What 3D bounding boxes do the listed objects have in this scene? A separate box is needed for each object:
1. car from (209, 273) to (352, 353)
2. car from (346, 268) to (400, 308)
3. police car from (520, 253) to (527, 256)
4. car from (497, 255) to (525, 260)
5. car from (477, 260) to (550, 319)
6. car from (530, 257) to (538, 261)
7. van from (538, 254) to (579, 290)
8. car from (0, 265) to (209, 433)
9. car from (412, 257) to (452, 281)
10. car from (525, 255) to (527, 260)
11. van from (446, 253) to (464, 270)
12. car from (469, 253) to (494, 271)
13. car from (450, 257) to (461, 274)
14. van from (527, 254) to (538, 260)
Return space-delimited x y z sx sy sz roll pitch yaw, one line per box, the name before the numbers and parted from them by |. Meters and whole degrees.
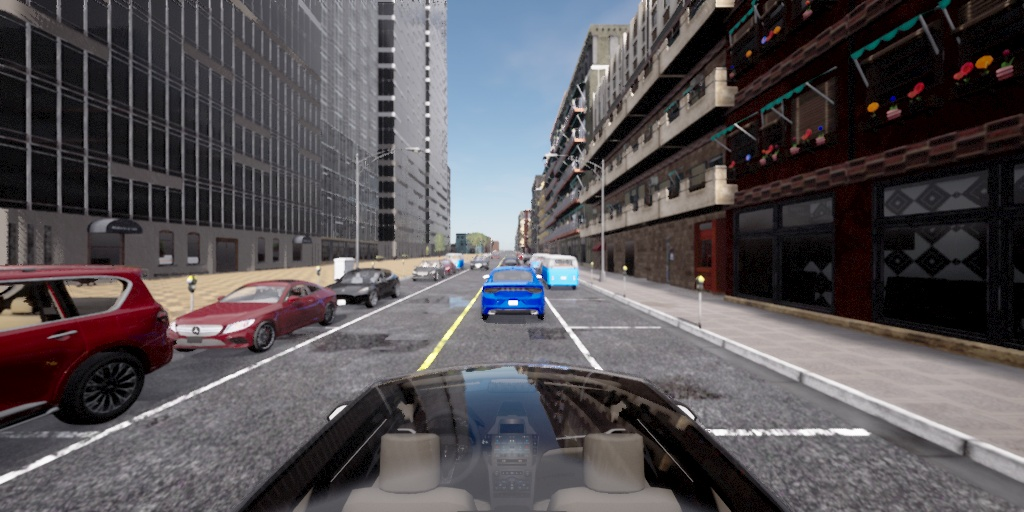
car | -5.731 1.242 8.555 1.802 1.307 4.207 0 0 0
car | -5.767 1.151 14.203 1.948 1.339 4.313 0 0 0
police car | 2.662 0.456 54.818 1.930 1.638 5.238 0 1 0
car | -0.095 0.877 31.734 1.812 1.442 4.674 0 1 0
car | 0.023 1.089 12.236 1.882 1.535 5.008 0 1 0
car | 2.541 0.986 25.573 2.007 1.370 4.403 0 0 0
van | 2.577 0.851 19.926 1.690 1.789 3.998 0 0 0
car | -5.694 1.048 2.911 2.192 1.841 5.009 0 0 0
car | -5.840 0.986 25.493 2.007 1.370 4.403 0 0 0
car | 2.468 0.864 36.864 1.802 1.307 4.207 0 0 0
van | -5.912 0.623 36.785 1.690 1.789 3.998 0 0 0
car | -3.323 0.761 37.645 2.128 1.511 4.902 0 1 0
car | -5.876 0.941 31.139 1.802 1.307 4.207 0 0 0
van | 2.505 0.700 31.218 1.690 1.789 3.998 0 0 0
